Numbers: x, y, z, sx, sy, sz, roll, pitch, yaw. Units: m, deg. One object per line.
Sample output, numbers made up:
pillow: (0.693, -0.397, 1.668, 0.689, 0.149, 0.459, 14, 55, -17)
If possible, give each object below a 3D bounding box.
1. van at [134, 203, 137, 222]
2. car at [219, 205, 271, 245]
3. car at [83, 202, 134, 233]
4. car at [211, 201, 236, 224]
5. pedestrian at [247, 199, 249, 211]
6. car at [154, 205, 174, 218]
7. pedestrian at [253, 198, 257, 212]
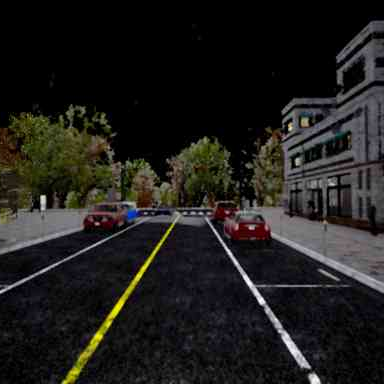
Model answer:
van: (-5.702, 1.732, 28.012, 1.690, 1.788, 3.998, 1, -1, 0)
car: (2.694, 1.679, 16.942, 1.967, 1.590, 4.097, 1, -1, 0)
car: (-5.687, 1.630, 22.471, 2.192, 1.841, 5.009, 1, -1, 0)
car: (2.704, 1.706, 28.028, 2.192, 1.841, 5.009, 1, -1, 0)
pedestrian: (7.117, 1.794, 42.446, 0.375, 1.860, 0.375, 1, -2, 0)
car: (-3.053, 2.114, 37.032, 1.895, 1.301, 4.718, 0, -1, 1)
pedestrian: (8.117, 1.635, 43.050, 0.375, 1.860, 0.375, 1, -2, 0)
